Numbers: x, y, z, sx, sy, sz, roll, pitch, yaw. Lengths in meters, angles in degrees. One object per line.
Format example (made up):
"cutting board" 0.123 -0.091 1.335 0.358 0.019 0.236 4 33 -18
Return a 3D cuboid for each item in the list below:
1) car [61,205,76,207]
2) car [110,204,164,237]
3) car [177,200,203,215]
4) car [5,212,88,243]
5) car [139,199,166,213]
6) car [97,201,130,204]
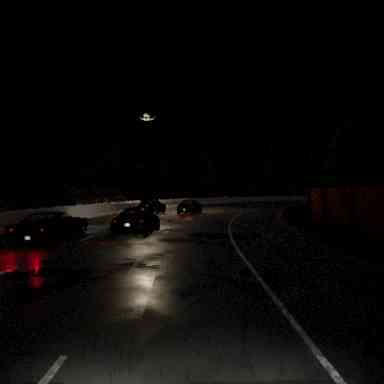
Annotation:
"car" -15.553 1.495 44.627 1.837 1.490 4.892 0 0 18
"car" -2.966 1.560 18.057 1.994 1.385 4.181 0 0 4
"car" -0.181 1.517 34.419 1.812 1.442 4.674 0 0 14
"car" -6.658 1.597 15.946 1.895 1.301 4.718 0 0 3
"car" -4.016 1.497 33.468 1.837 1.490 4.892 0 0 13
"car" -9.318 1.343 41.127 2.097 1.767 4.553 0 0 18
